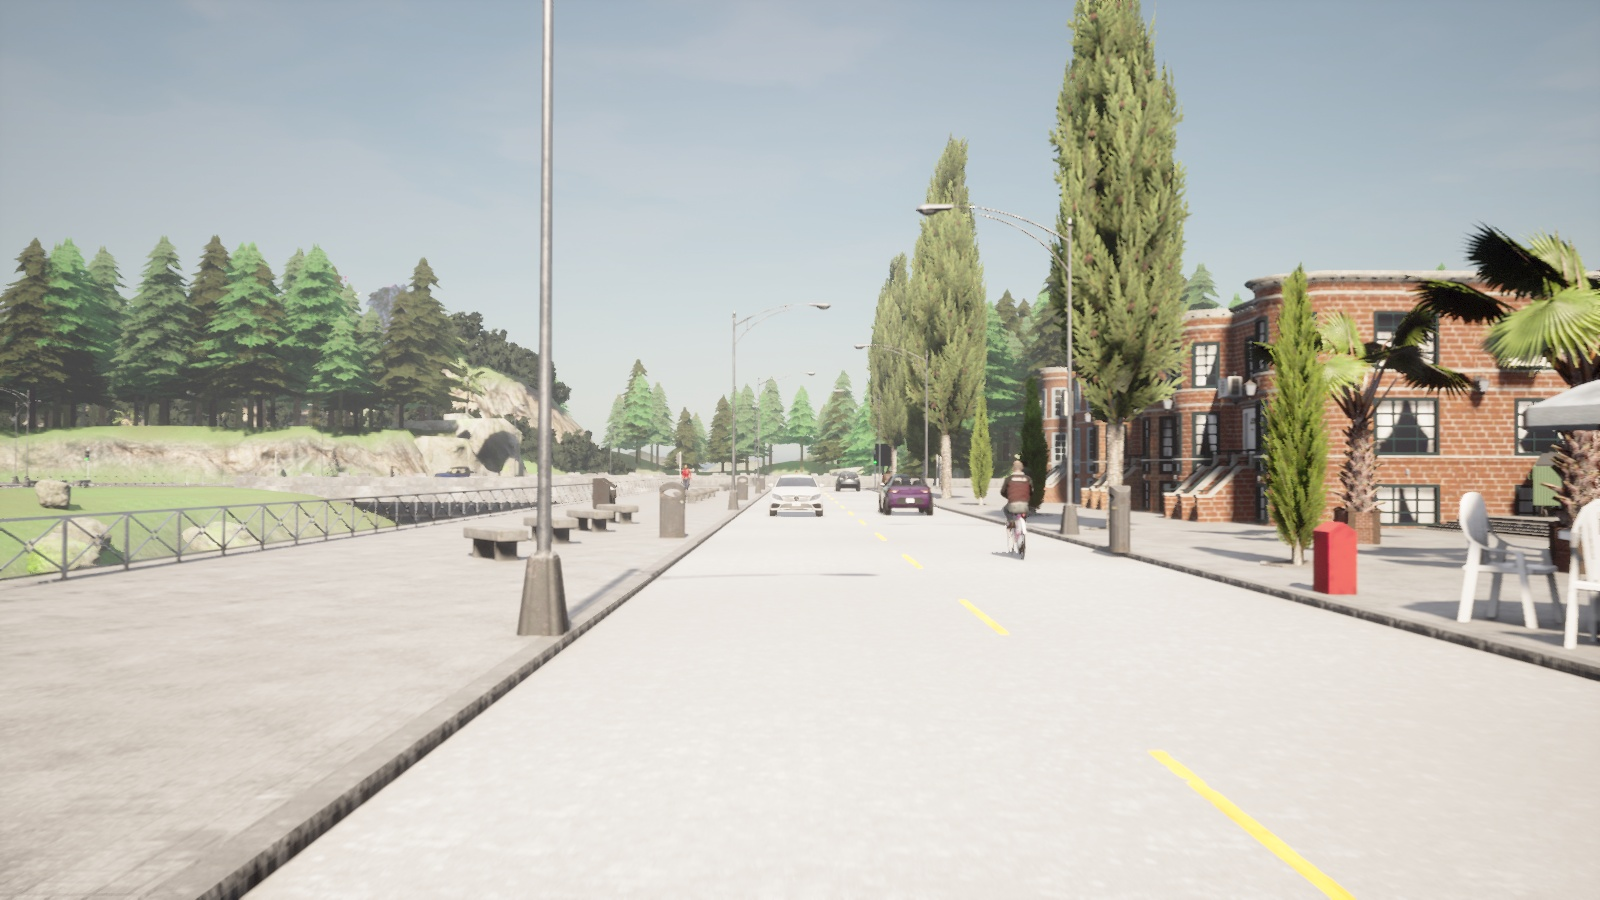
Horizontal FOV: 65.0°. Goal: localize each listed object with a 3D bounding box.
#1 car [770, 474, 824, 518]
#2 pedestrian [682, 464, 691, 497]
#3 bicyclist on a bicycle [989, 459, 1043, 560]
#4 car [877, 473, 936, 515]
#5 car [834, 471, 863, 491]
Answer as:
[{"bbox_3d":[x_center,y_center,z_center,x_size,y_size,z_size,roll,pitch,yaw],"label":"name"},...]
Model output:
[{"bbox_3d":[-0.115,1.581,44.228,1.812,1.442,4.674,0,-1,0],"label":"car"},{"bbox_3d":[-6.367,1.729,70.423,0.331,1.846,0.636,0,-1,8],"label":"pedestrian"},{"bbox_3d":[3.938,1.055,23.042,0.659,1.776,1.843,0,-1,0],"label":"bicyclist on a bicycle"},{"bbox_3d":[3.880,1.590,46.402,1.816,1.474,4.193,0,-1,0],"label":"car"},{"bbox_3d":[3.747,2.382,97.716,2.007,1.525,4.514,0,-1,0],"label":"car"}]
